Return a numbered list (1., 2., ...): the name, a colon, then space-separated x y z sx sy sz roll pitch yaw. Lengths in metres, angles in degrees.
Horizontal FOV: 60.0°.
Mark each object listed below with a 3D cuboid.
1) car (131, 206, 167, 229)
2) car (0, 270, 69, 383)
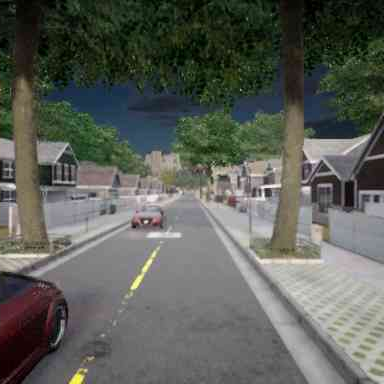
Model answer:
1. car: -2.746 1.599 21.972 1.994 1.385 4.181 0 0 0
2. car: -2.845 1.569 3.342 1.994 1.385 4.181 0 0 0
